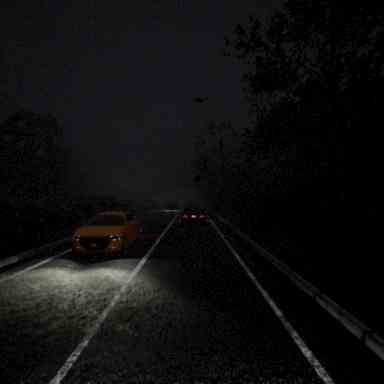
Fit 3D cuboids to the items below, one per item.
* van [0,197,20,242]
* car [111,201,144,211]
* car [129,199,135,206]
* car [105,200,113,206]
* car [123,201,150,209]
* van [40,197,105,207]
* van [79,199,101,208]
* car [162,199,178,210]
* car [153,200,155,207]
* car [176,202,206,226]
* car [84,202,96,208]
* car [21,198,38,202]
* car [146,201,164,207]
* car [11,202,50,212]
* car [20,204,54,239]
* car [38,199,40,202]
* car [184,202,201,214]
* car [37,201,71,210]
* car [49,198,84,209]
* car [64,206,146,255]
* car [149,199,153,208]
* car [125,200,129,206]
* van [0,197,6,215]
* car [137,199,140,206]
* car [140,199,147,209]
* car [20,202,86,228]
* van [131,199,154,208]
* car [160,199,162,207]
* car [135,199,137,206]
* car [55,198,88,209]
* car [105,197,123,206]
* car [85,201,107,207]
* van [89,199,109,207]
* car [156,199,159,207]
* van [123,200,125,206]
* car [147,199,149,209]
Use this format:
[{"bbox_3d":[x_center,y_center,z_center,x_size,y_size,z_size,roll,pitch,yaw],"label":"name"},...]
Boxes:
[{"bbox_3d":[-10.442,1.348,14.754,4.442,1.987,1.878,0,0,0],"label":"van"},{"bbox_3d":[-10.302,2.228,53.593,4.892,1.521,2.231,0,-1,0],"label":"car"},{"bbox_3d":[-10.308,1.955,42.491,5.008,1.535,2.097,0,-1,0],"label":"car"},{"bbox_3d":[-10.347,1.743,31.415,4.792,1.488,2.163,0,-1,0],"label":"car"},{"bbox_3d":[-10.275,2.460,61.918,4.792,1.488,2.163,0,-1,0],"label":"car"},{"bbox_3d":[-10.203,1.464,28.635,4.442,1.987,1.878,0,0,0],"label":"van"},{"bbox_3d":[-23.270,2.548,75.883,4.442,1.987,1.878,0,-2,0],"label":"van"},{"bbox_3d":[-3.333,2.341,56.458,2.033,1.411,5.357,0,-1,1],"label":"car"},{"bbox_3d":[-10.274,2.528,64.694,4.792,1.488,2.163,0,-1,0],"label":"car"},{"bbox_3d":[0.098,1.745,25.256,2.033,1.411,5.357,0,-1,0],"label":"car"},{"bbox_3d":[-10.323,1.707,25.857,4.674,1.452,2.002,0,0,0],"label":"car"},{"bbox_3d":[-23.365,1.703,42.511,5.566,2.045,2.435,0,-1,0],"label":"car"},{"bbox_3d":[-10.297,3.288,92.434,4.892,1.521,2.231,0,-2,0],"label":"car"},{"bbox_3d":[-23.388,2.133,48.168,4.674,1.452,2.002,0,-1,0],"label":"car"},{"bbox_3d":[-10.330,1.597,17.529,5.008,1.535,2.097,0,0,0],"label":"car"},{"bbox_3d":[-23.386,2.025,45.399,5.008,1.535,2.097,0,-1,0],"label":"car"},{"bbox_3d":[0.085,2.030,42.627,2.033,1.411,5.357,0,-1,0],"label":"car"},{"bbox_3d":[-23.381,2.296,56.476,5.008,1.535,2.097,0,-1,0],"label":"car"},{"bbox_3d":[-23.356,2.180,62.022,5.566,2.045,2.435,0,-1,0],"label":"car"},{"bbox_3d":[-3.351,1.557,13.851,1.882,1.535,5.008,0,-1,0],"label":"car"},{"bbox_3d":[-10.120,2.360,59.143,5.366,1.575,1.946,0,-1,0],"label":"car"},{"bbox_3d":[-10.317,1.927,39.715,4.674,1.452,2.002,0,-1,0],"label":"car"},{"bbox_3d":[-23.512,1.596,37.096,4.442,1.987,1.878,0,-1,0],"label":"van"},{"bbox_3d":[-10.279,1.965,48.045,4.553,1.767,2.185,0,-1,0],"label":"car"},{"bbox_3d":[-10.124,2.156,50.818,5.366,1.575,1.946,0,-1,0],"label":"car"},{"bbox_3d":[-10.292,1.673,23.079,4.792,1.488,2.163,0,0,0],"label":"car"},{"bbox_3d":[-10.418,2.409,70.251,4.442,1.987,1.878,0,-1,0],"label":"van"},{"bbox_3d":[-10.291,2.848,78.572,4.892,1.521,2.231,0,-2,0],"label":"car"},{"bbox_3d":[-10.281,1.897,45.270,4.553,1.767,2.185,0,-1,0],"label":"car"},{"bbox_3d":[-23.355,2.248,64.792,5.566,2.045,2.435,0,-1,0],"label":"car"},{"bbox_3d":[-10.345,1.500,34.172,5.566,2.045,2.435,0,-1,0],"label":"car"},{"bbox_3d":[-23.405,2.953,81.266,4.792,1.488,2.163,0,-2,0],"label":"car"},{"bbox_3d":[-23.491,2.783,84.044,4.442,1.987,1.878,0,-2,0],"label":"van"},{"bbox_3d":[-10.329,2.732,73.020,4.792,1.488,2.163,0,-1,0],"label":"car"},{"bbox_3d":[-10.199,1.594,36.946,4.442,1.987,1.878,0,-1,0],"label":"van"},{"bbox_3d":[-10.313,2.296,56.368,4.892,1.521,2.231,0,-1,0],"label":"car"}]
